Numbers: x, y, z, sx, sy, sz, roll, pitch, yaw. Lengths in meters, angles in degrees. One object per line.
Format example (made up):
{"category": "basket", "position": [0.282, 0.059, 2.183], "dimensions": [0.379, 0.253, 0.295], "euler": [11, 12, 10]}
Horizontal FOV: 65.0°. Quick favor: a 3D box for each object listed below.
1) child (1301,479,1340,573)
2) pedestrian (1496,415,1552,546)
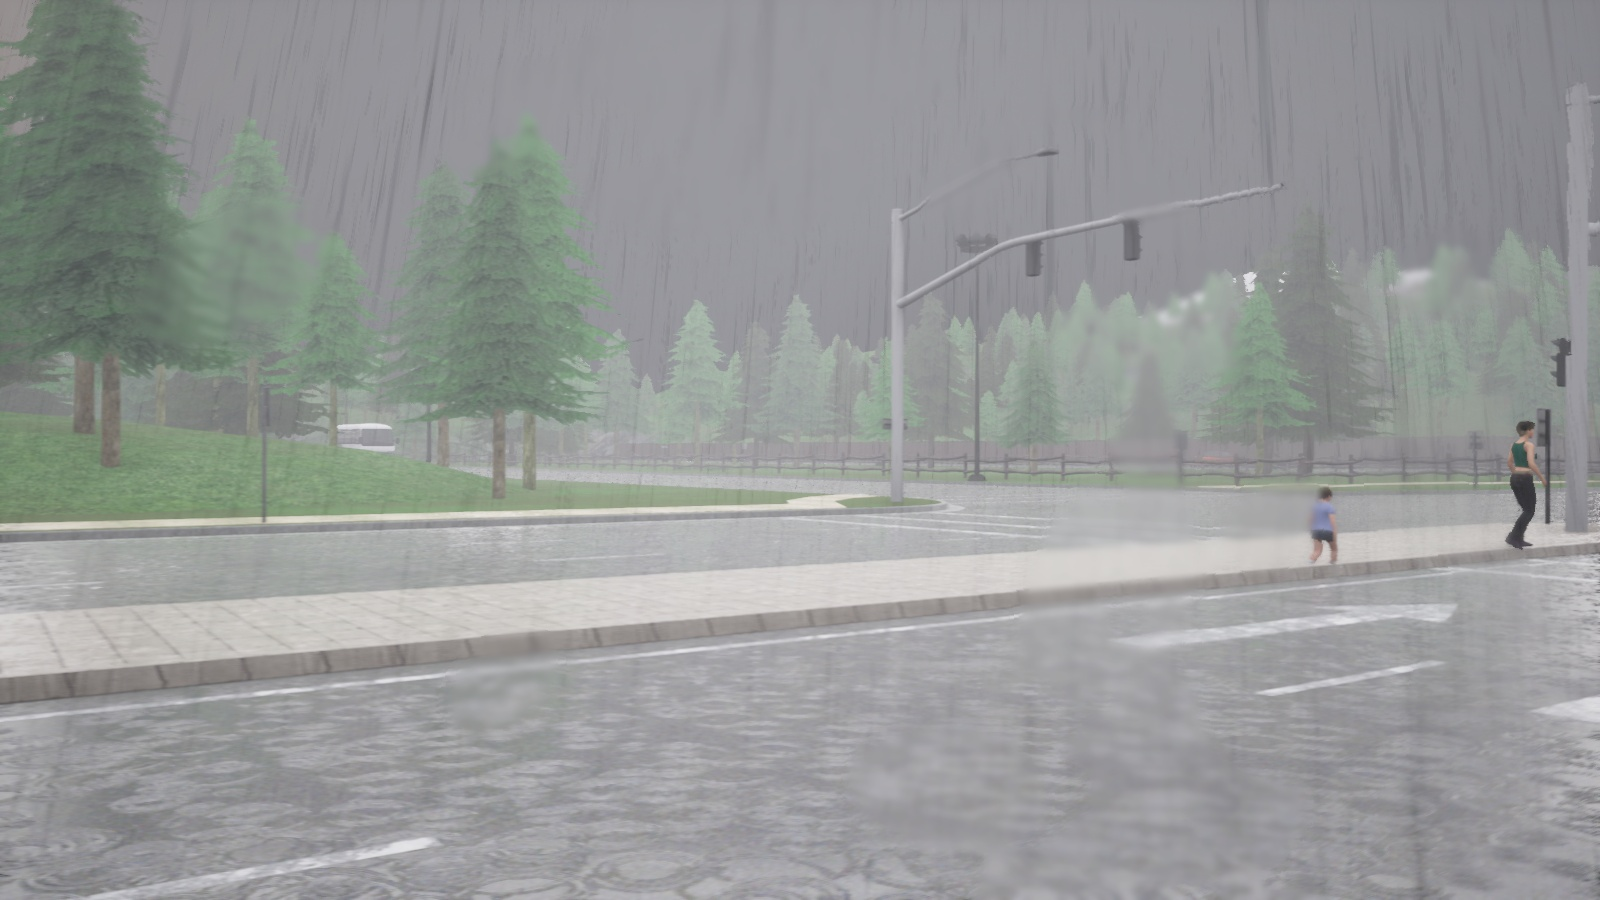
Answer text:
{"category": "child", "position": [6.309, 0.915, 15.226], "dimensions": [0.394, 1.110, 0.255], "euler": [0, 0, -34]}
{"category": "pedestrian", "position": [10.276, 0.426, 17.835], "dimensions": [0.594, 1.836, 0.345], "euler": [0, 0, 2]}
